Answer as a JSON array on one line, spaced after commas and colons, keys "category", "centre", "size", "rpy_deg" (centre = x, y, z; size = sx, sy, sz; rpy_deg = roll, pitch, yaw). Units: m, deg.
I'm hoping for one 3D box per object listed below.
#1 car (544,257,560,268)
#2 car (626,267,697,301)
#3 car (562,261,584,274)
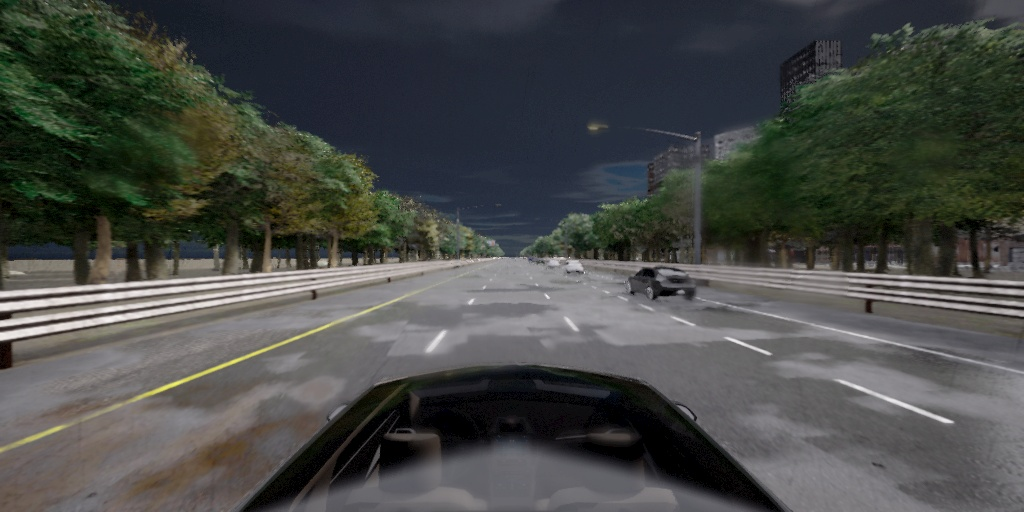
[{"category": "car", "centre": [7.016, 1.327, 61.167], "size": [1.812, 1.442, 4.674], "rpy_deg": [0, 0, 0]}, {"category": "car", "centre": [6.994, 1.266, 17.244], "size": [1.837, 1.490, 4.892], "rpy_deg": [0, 0, 0]}, {"category": "car", "centre": [6.986, 1.297, 41.243], "size": [1.812, 1.442, 4.674], "rpy_deg": [0, 0, 0]}]
